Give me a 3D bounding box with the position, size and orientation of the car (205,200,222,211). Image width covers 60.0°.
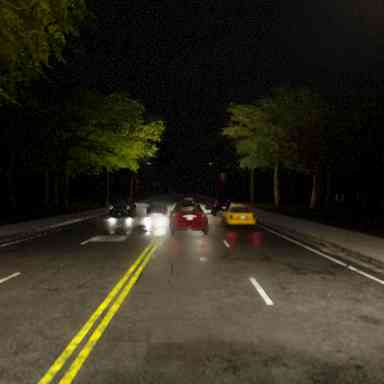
[{"bbox_3d":[2.903,1.755,44.900,1.994,1.385,4.181,0,0,-1],"label":"car"}]

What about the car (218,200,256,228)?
[{"bbox_3d":[3.123,1.575,23.070,1.801,1.575,5.366,0,0,0],"label":"car"}]

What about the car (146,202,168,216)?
[{"bbox_3d":[-3.581,1.761,34.384,1.895,1.301,4.718,0,0,-1],"label":"car"}]

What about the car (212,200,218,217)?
[{"bbox_3d":[3.025,1.589,33.890,2.033,1.649,4.856,0,0,-1],"label":"car"}]

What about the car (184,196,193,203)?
[{"bbox_3d":[-0.811,1.736,75.335,2.033,1.411,5.357,0,0,-1],"label":"car"}]

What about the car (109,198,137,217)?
[{"bbox_3d":[-6.821,1.510,33.255,2.097,1.767,4.553,0,0,-1],"label":"car"}]

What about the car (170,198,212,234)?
[{"bbox_3d":[-0.257,1.458,19.970,2.097,1.767,4.553,0,0,-4],"label":"car"}]
